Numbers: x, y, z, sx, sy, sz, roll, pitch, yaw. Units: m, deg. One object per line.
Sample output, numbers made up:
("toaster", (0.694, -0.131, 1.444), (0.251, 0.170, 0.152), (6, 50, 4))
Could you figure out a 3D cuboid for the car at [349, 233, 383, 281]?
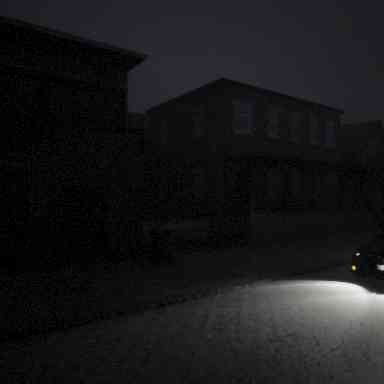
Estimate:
("car", (6.117, 1.617, 8.975), (4.181, 1.385, 1.994), (1, 0, -35))
